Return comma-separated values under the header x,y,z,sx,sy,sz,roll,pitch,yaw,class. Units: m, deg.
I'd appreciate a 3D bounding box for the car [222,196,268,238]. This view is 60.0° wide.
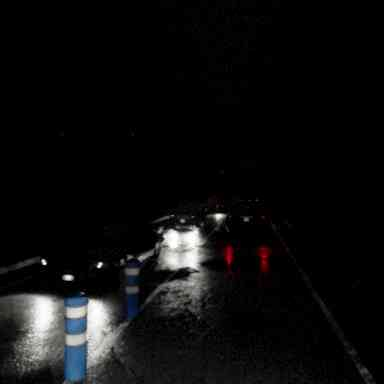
x,y,z,sx,sy,sz,roll,pitch,yaw,class
2.967,1.325,17.963,2.097,1.767,4.553,1,0,10,car

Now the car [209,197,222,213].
x,y,z,sx,sy,sz,roll,pitch,yaw,class
2.157,1.292,34.503,1.882,1.535,5.008,1,0,10,car

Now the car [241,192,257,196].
x,y,z,sx,sy,sz,roll,pitch,yaw,class
6.652,1.059,38.767,2.150,2.045,5.566,1,0,10,car

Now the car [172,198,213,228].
x,y,z,sx,sy,sz,roll,pitch,yaw,class
-0.126,1.401,21.790,2.128,1.511,4.902,1,1,10,car

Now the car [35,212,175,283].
x,y,z,sx,sy,sz,roll,pitch,yaw,class
-2.246,1.511,9.965,2.033,1.411,5.357,1,0,11,car
